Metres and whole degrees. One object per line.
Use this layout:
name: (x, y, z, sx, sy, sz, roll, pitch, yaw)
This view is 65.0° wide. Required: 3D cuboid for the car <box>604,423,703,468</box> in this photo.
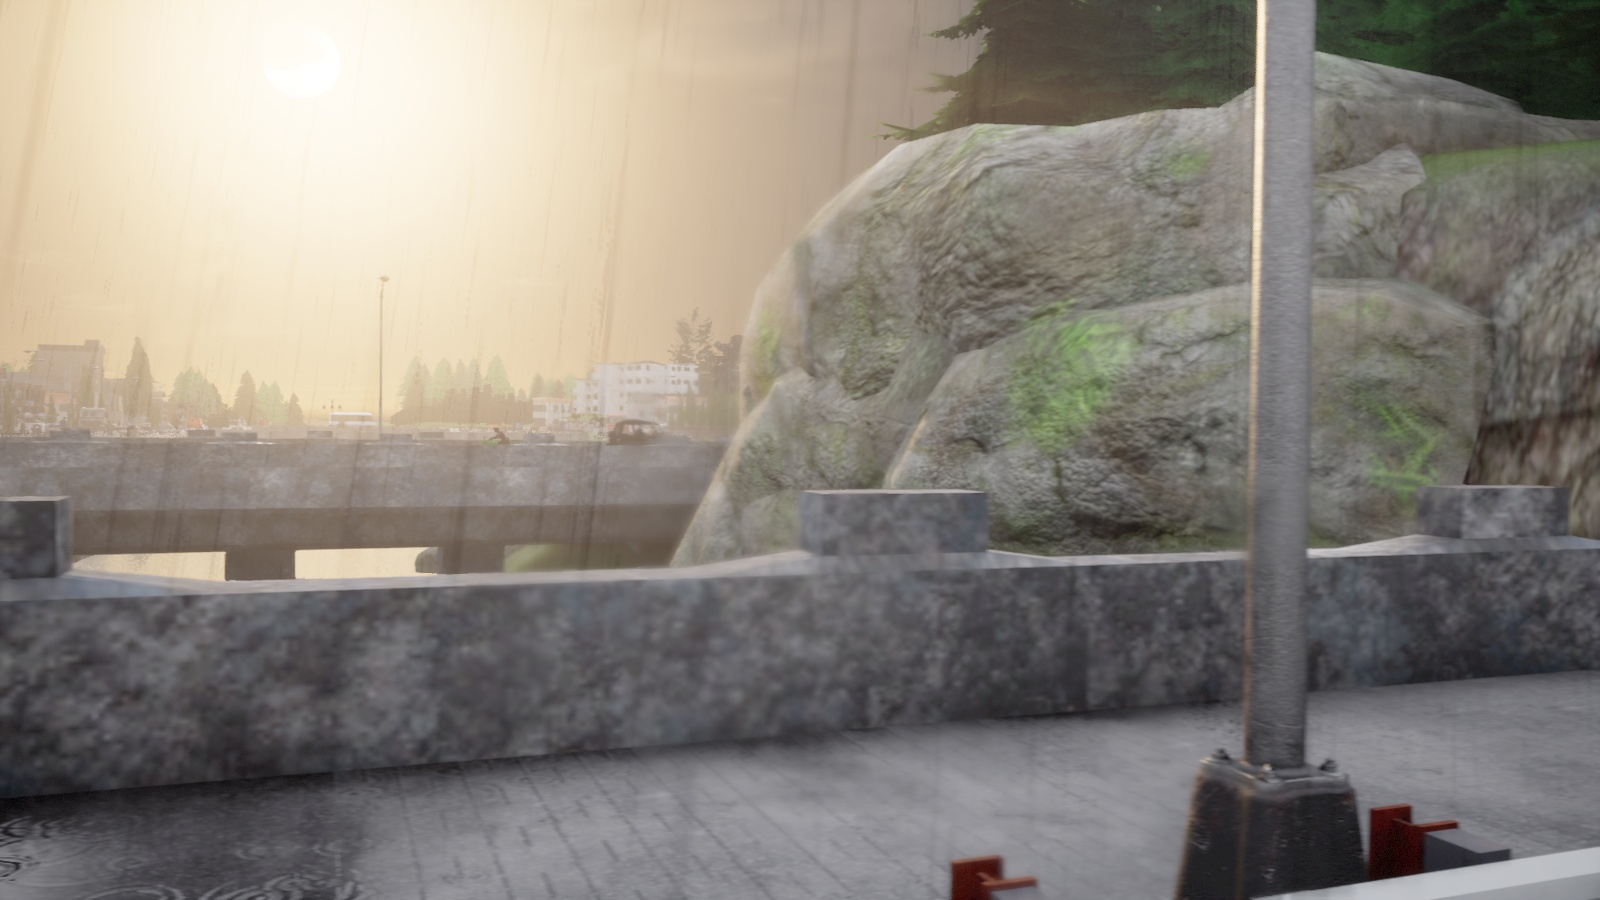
car: (-6.347, -0.221, 54.299, 3.866, 1.878, 1.905, -1, 1, -21)
